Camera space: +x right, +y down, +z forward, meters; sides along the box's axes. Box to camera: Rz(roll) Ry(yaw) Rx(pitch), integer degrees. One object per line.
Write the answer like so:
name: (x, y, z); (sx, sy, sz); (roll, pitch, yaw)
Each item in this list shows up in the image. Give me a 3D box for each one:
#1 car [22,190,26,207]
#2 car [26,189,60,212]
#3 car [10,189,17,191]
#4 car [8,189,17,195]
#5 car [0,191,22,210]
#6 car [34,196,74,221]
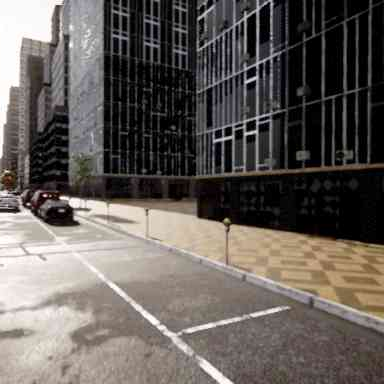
car: (-17.479, 0.624, 36.552); (2.192, 1.841, 5.009); (1, 0, -31)
car: (-11.873, 0.811, 27.036); (2.192, 1.841, 5.009); (1, 0, -31)
car: (-34.303, 0.375, 65.102); (1.802, 1.307, 4.206); (1, 0, -31)
car: (-45.593, 0.001, 84.287); (1.752, 1.417, 4.829); (1, 0, -31)
car: (-17.275, 0.903, 31.071); (1.812, 1.442, 4.674); (0, 1, -30)
car: (-9.076, 1.157, 22.279); (1.947, 1.339, 4.313); (1, 0, -31)
